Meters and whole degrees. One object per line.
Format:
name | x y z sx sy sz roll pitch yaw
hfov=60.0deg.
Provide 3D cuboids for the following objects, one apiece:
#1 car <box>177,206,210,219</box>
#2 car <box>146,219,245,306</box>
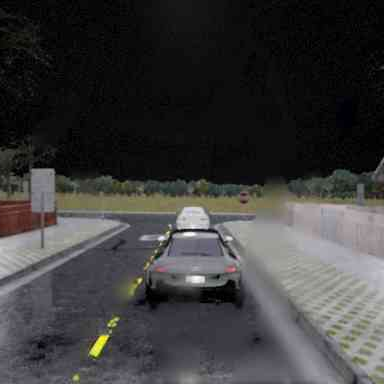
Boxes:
car | 0.068 1.572 19.611 1.812 1.442 4.674 0 0 0
car | 0.081 1.582 8.128 1.994 1.385 4.181 0 0 0
